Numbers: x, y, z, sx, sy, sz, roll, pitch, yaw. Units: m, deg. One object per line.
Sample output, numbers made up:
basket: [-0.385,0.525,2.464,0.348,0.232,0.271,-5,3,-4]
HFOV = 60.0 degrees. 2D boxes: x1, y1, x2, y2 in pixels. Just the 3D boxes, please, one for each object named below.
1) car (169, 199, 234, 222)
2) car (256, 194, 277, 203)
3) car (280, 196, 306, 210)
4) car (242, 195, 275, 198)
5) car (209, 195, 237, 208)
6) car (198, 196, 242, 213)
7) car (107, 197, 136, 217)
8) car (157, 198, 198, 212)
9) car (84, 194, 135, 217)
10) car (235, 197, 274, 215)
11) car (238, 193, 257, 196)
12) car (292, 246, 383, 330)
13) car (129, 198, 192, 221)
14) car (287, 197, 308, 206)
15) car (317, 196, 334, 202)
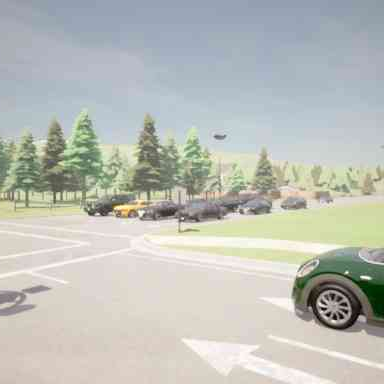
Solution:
car: [0.884,1.544,26.366,2.033,1.411,5.357,0,0,36]
car: [13.804,1.190,61.562,1.882,1.535,5.008,0,0,36]
car: [13.135,1.349,43.050,2.097,1.767,4.553,0,0,36]
car: [8.689,1.487,42.916,2.128,1.511,4.902,0,0,36]
car: [4.638,1.347,49.218,2.097,1.767,4.553,0,0,36]
car: [3.057,1.474,35.245,1.882,1.535,5.008,0,0,36]
car: [-4.893,1.473,30.324,1.882,1.535,5.008,0,0,36]
car: [-1.706,1.542,40.585,2.033,1.411,5.357,0,0,36]
car: [-7.726,1.216,32.379,2.150,2.045,5.566,0,0,36]
car: [6.565,1.523,34.090,1.812,1.442,4.674,0,0,36]
car: [7.694,1.218,47.473,2.150,2.045,5.566,0,0,36]
car: [4.032,1.352,5.414,4.553,1.767,2.097,0,0,35]
car: [-2.504,1.488,27.666,2.128,1.511,4.902,0,0,36]
car: [17.379,1.521,54.660,1.812,1.442,4.674,0,0,37]
car: [22.271,1.239,55.351,1.812,1.442,4.674,0,0,36]
